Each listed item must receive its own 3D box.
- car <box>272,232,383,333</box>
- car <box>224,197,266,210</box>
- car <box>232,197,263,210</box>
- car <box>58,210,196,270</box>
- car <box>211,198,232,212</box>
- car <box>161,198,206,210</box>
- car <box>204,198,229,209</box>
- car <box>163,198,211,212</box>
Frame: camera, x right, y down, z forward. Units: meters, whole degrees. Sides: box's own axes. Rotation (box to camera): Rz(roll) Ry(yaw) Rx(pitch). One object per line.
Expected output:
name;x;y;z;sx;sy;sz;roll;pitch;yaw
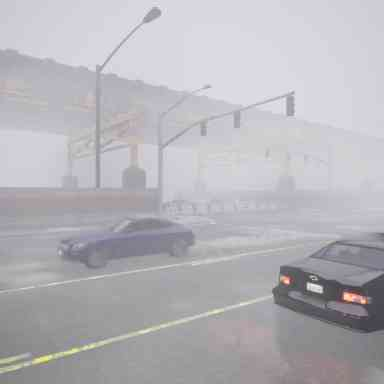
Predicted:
car;3.954;1.547;6.671;5.357;1.411;2.033;0;0;-36
car;6.764;1.453;42.506;4.974;1.542;2.038;0;0;-8
car;6.712;1.295;42.499;4.536;1.218;1.853;0;0;-8
car;-2.000;1.526;11.195;4.674;1.442;1.812;0;0;-36
car;2.891;1.453;38.707;2.038;1.542;4.974;0;0;17
car;-0.879;1.295;35.992;4.536;1.218;1.853;0;0;7
car;2.906;1.295;38.757;1.853;1.218;4.536;0;0;17
car;-0.827;1.453;35.985;4.974;1.542;2.038;0;0;7
